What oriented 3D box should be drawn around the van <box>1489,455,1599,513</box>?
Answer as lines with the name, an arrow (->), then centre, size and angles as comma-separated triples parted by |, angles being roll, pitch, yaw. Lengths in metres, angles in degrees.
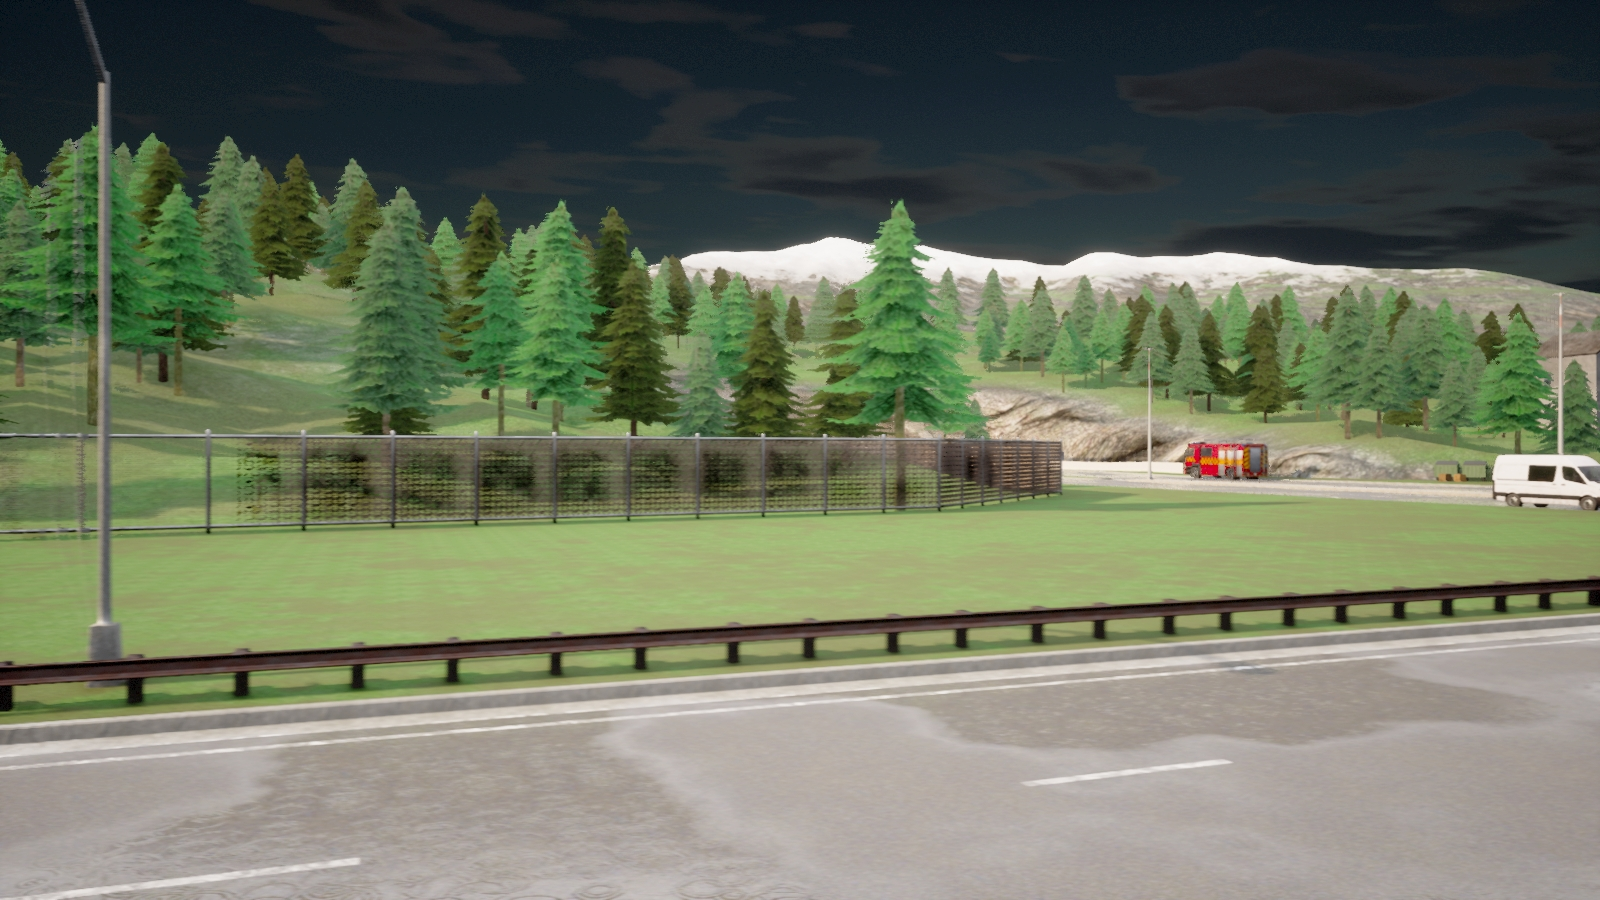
van -> 35.767, 1.521, 53.638 | 1.988, 2.561, 5.915 | 0, 0, -19
